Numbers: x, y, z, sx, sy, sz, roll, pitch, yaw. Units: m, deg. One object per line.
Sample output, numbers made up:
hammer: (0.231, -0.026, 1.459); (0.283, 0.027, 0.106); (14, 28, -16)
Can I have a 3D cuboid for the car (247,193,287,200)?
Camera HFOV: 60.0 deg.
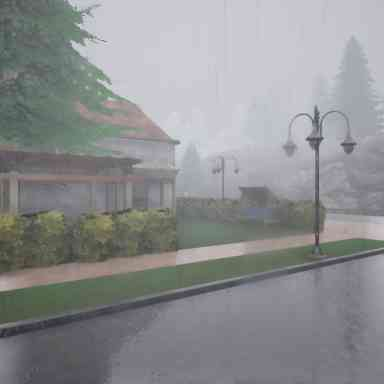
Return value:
car: (7.336, 1.062, 30.707); (2.150, 2.045, 5.566); (0, 0, -34)
